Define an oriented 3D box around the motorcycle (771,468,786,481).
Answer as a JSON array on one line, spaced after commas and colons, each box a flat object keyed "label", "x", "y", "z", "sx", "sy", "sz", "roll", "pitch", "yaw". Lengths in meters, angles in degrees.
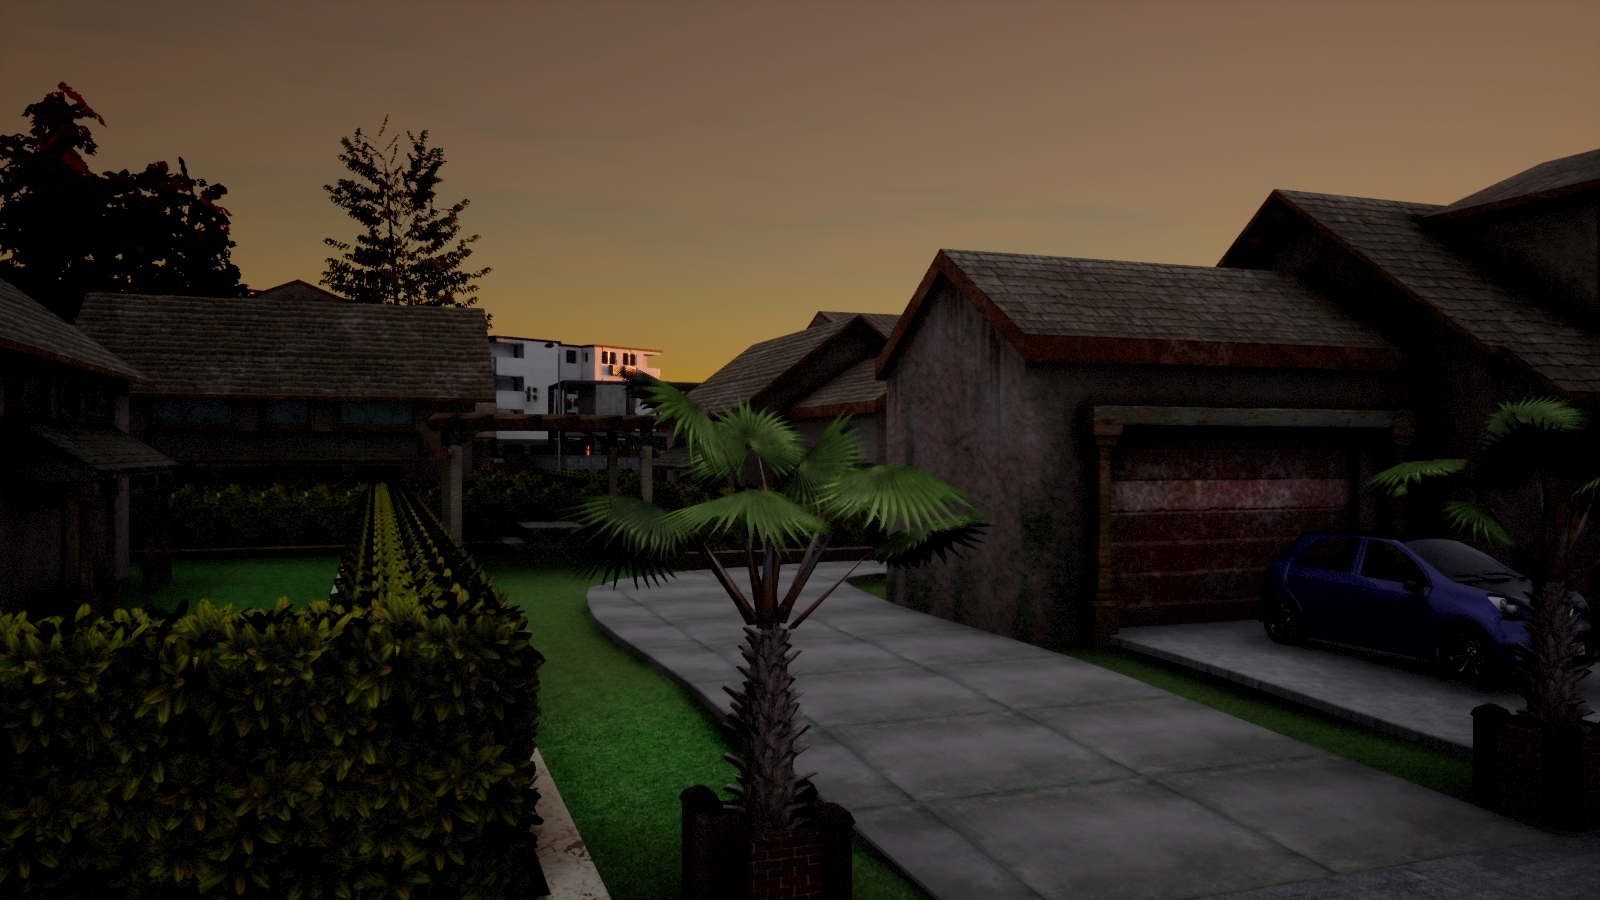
[{"label": "motorcycle", "x": -1.939, "y": 2.199, "z": 102.837, "sx": 0.803, "sy": 1.199, "sz": 2.033, "roll": 0, "pitch": 0, "yaw": -20}]
